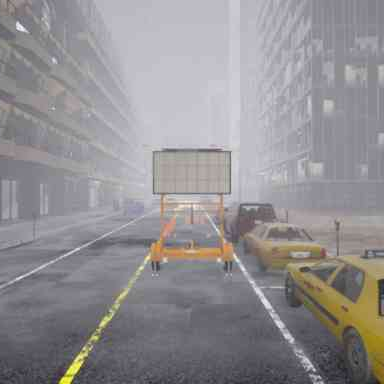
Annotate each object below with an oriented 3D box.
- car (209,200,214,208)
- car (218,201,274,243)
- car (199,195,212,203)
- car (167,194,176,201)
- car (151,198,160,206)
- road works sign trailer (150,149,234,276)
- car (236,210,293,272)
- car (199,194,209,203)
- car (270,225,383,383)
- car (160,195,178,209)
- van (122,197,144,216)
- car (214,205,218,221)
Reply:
[{"bbox_3d":[2.700,1.565,27.007,1.887,1.381,4.507,1,0,0],"label":"car"},{"bbox_3d":[2.705,1.324,15.961,2.192,1.841,5.009,1,0,0],"label":"car"},{"bbox_3d":[2.697,1.660,60.143,1.947,1.339,4.313,1,0,0],"label":"car"},{"bbox_3d":[-5.684,1.533,93.282,2.192,1.841,5.009,1,0,0],"label":"car"},{"bbox_3d":[-5.683,1.659,54.621,1.802,1.307,4.206,1,0,0],"label":"car"},{"bbox_3d":[-0.001,0.469,10.314,2.380,3.560,2.880,0,0,0],"label":"road works sign trailer"},{"bbox_3d":[2.702,1.531,10.609,1.752,1.417,4.829,1,0,0],"label":"car"},{"bbox_3d":[2.698,1.463,76.714,2.192,1.841,5.009,1,0,0],"label":"car"},{"bbox_3d":[2.702,1.528,5.086,1.752,1.417,4.829,1,0,0],"label":"car"},{"bbox_3d":[-3.003,1.535,47.211,1.882,1.535,5.008,0,0,0],"label":"car"},{"bbox_3d":[-5.677,1.369,32.531,1.690,1.788,3.998,1,0,0],"label":"van"},{"bbox_3d":[2.700,1.580,21.484,1.947,1.339,4.313,1,0,0],"label":"car"}]
